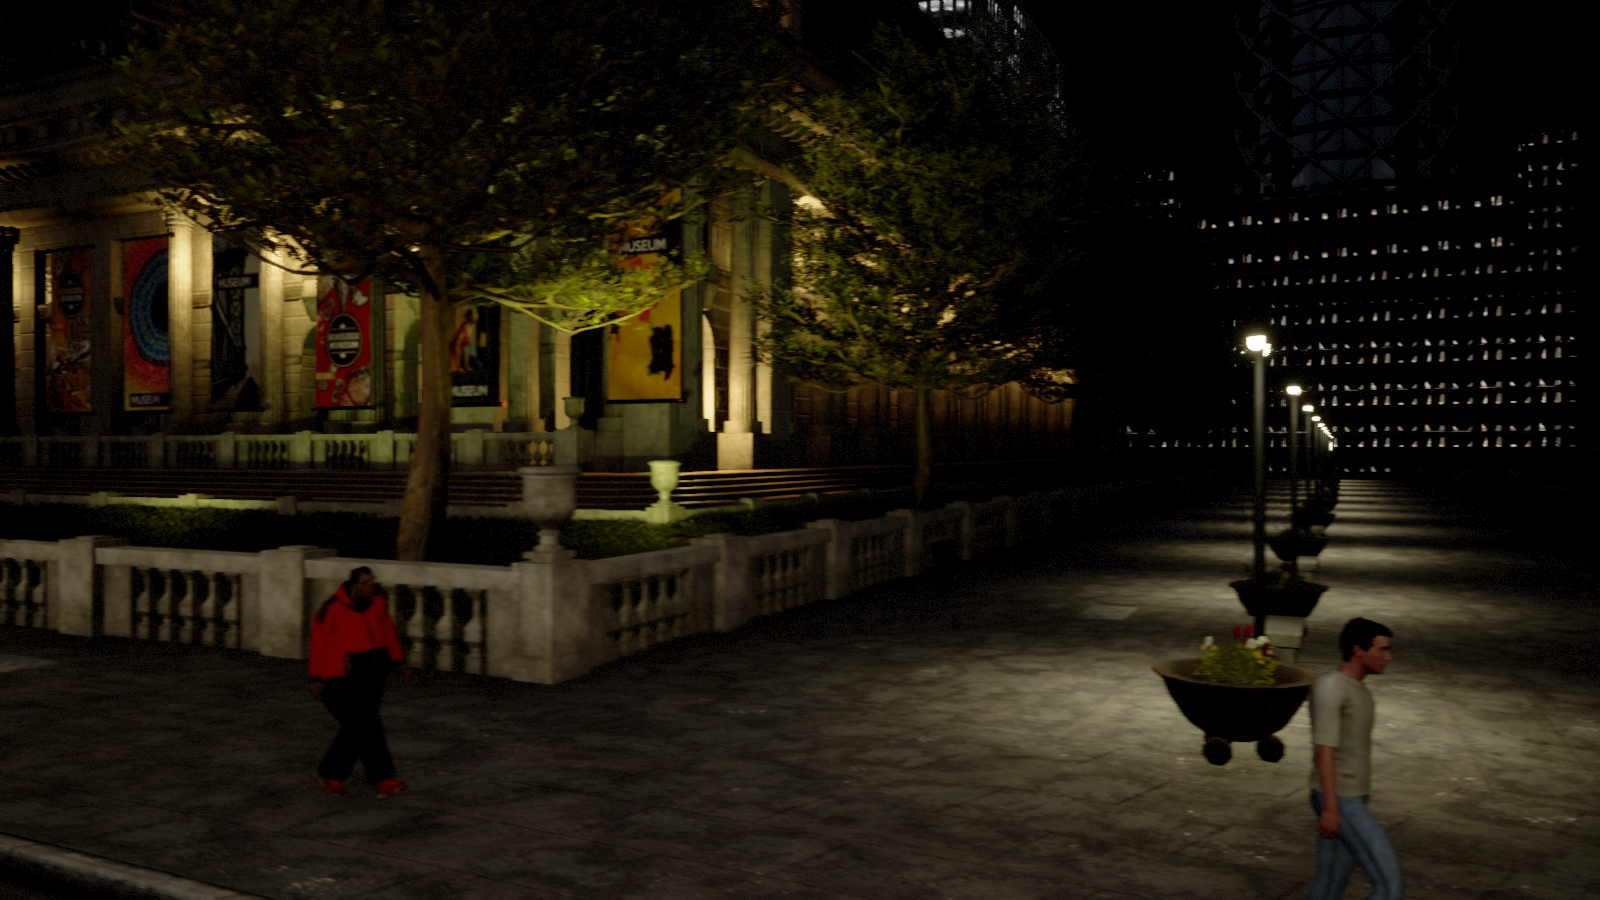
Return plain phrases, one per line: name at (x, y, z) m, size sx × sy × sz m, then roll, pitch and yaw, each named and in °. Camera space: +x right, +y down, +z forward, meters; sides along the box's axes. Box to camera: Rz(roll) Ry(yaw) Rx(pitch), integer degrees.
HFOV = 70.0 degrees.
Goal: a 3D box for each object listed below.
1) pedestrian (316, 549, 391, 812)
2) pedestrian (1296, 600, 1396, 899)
pedestrian at (-3.340, 1.694, 8.547) m, size 0.375 × 1.860 × 0.375 m, roll 0°, pitch 0°, yaw 32°
pedestrian at (2.648, 1.694, 5.538) m, size 0.375 × 1.860 × 0.375 m, roll 0°, pitch 0°, yaw 35°
